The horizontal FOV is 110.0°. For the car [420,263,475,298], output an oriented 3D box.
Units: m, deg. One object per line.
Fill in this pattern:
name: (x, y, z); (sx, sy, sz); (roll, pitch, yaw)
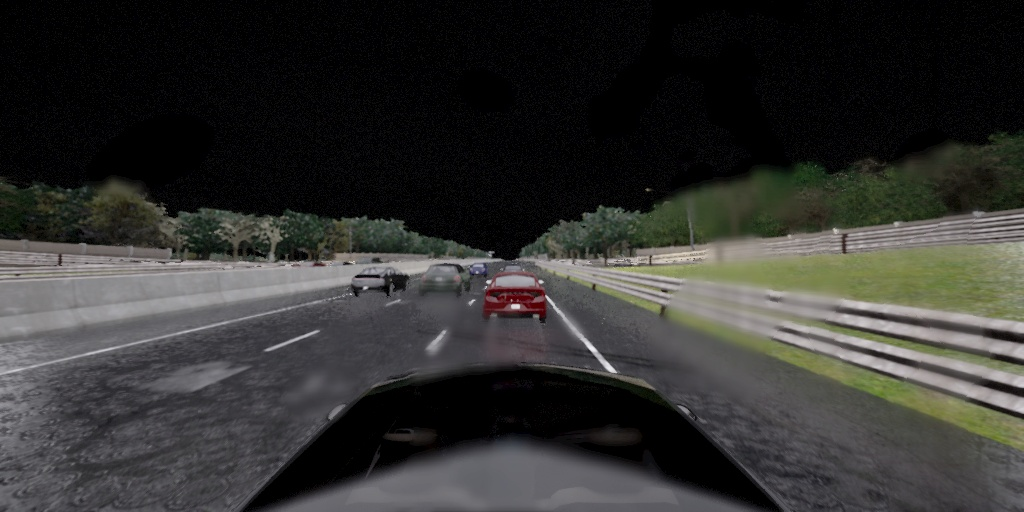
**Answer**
car: (-3.402, 1.181, 19.292); (2.097, 1.767, 4.553); (0, 0, 0)

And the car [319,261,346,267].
car: (-21.089, 1.429, 43.769); (1.837, 1.490, 4.892); (0, 0, 0)

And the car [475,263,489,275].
car: (-3.402, 1.426, 37.347); (1.812, 1.442, 4.674); (0, 0, 0)

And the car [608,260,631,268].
car: (17.606, 1.240, 58.772); (1.994, 1.385, 4.181); (0, -2, -17)

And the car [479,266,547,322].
car: (0.100, 1.277, 12.504); (1.882, 1.535, 5.008); (0, 0, 0)

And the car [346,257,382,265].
car: (-17.591, 1.146, 43.712); (2.150, 2.045, 5.566); (0, 0, 0)

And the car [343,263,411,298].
car: (-6.901, 1.321, 19.323); (2.128, 1.511, 4.902); (0, 0, 0)

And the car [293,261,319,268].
car: (-24.586, 1.402, 43.735); (1.882, 1.535, 5.008); (0, 0, 0)

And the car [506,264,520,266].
car: (0.097, 1.423, 30.669); (2.033, 1.411, 5.357); (0, 0, 0)
